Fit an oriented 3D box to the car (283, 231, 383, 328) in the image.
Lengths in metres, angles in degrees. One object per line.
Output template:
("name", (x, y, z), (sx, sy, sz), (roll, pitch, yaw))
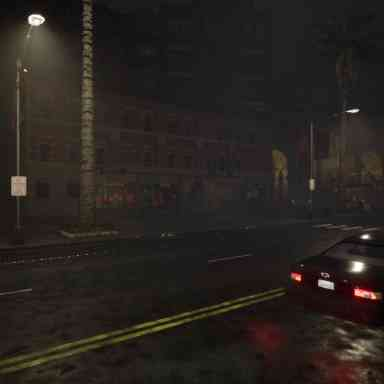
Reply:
("car", (4.212, 1.547, 6.863), (5.357, 1.411, 2.033), (0, 0, -36))
